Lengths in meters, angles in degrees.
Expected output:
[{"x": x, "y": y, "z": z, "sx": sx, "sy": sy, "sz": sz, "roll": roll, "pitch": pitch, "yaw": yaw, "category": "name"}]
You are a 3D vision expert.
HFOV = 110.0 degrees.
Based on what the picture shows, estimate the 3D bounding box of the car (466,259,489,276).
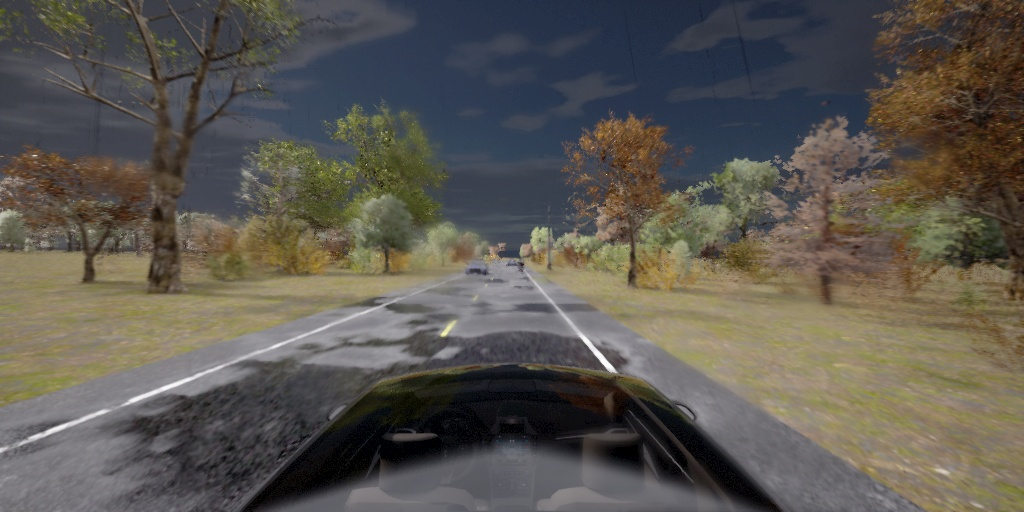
[{"x": -3.564, "y": 1.157, "z": 37.551, "sx": 2.097, "sy": 1.767, "sz": 4.553, "roll": 0, "pitch": 0, "yaw": 0, "category": "car"}]

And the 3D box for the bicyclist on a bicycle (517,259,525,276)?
[{"x": 0.973, "y": 1.172, "z": 35.539, "sx": 0.659, "sy": 1.776, "sz": 1.843, "roll": 0, "pitch": 0, "yaw": 0, "category": "bicyclist on a bicycle"}]
